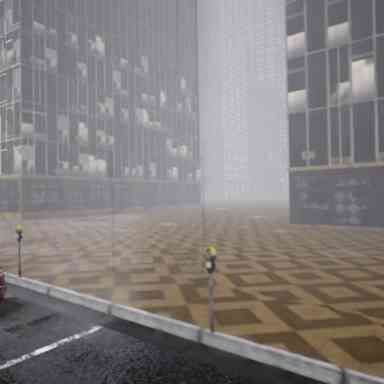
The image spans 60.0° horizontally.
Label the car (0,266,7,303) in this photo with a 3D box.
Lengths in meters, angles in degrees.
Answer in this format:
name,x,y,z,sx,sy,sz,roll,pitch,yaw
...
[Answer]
name,x,y,z,sx,sy,sz,roll,pitch,yaw
car,-5.327,1.591,6.688,4.206,1.307,1.802,0,-1,35
